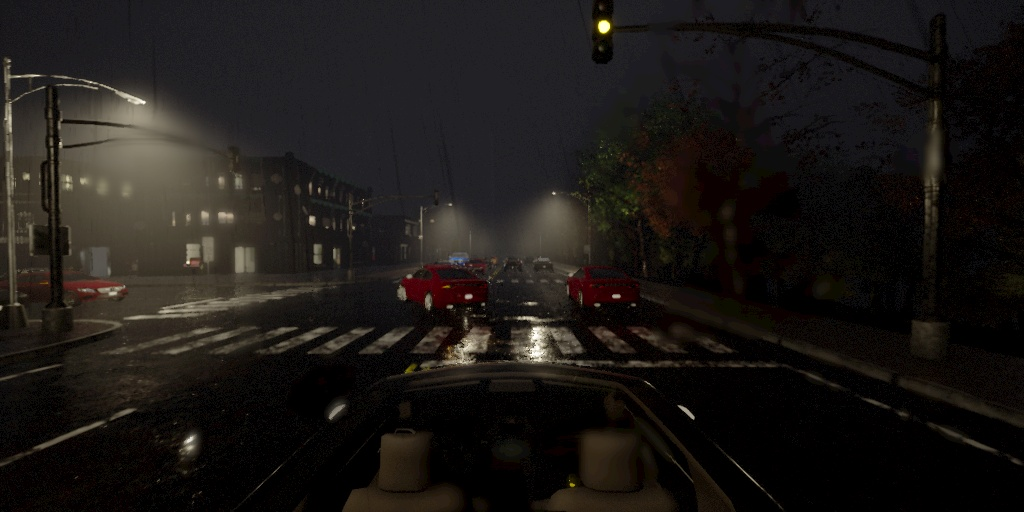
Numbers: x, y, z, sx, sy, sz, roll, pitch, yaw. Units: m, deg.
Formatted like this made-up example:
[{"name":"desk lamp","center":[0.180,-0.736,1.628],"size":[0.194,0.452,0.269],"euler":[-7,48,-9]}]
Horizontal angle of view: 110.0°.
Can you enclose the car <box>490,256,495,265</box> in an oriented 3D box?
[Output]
[{"name":"car","center":[-3.350,0.869,43.237],"size":[1.837,1.490,4.892],"euler":[0,1,0]}]

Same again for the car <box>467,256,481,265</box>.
[{"name":"car","center":[-6.555,0.753,62.110],"size":[1.994,1.385,4.181],"euler":[0,1,0]}]

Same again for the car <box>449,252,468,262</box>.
[{"name":"car","center":[-6.591,0.572,45.028],"size":[2.150,2.045,5.566],"euler":[0,0,0]}]

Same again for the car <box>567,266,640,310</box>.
[{"name":"car","center":[3.344,1.116,13.960],"size":[1.882,1.535,5.008],"euler":[0,1,0]}]

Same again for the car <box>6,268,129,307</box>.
[{"name":"car","center":[-19.337,1.369,15.339],"size":[4.674,1.442,1.812],"euler":[-1,1,1]}]

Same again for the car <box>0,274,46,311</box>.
[{"name":"car","center":[-19.952,1.467,12.647],"size":[4.313,1.339,1.948],"euler":[0,0,0]}]

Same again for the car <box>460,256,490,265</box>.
[{"name":"car","center":[-3.355,0.985,33.173],"size":[1.812,1.442,4.674],"euler":[0,1,0]}]

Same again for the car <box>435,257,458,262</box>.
[{"name":"car","center":[-6.605,1.062,32.959],"size":[1.895,1.301,4.718],"euler":[0,1,3]}]

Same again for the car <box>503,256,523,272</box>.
[{"name":"car","center":[0.083,0.904,39.662],"size":[1.837,1.490,4.892],"euler":[0,1,0]}]

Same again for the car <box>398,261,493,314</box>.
[{"name":"car","center":[-2.735,1.120,13.492],"size":[1.882,1.535,5.008],"euler":[1,0,-33]}]

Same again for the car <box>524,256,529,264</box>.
[{"name":"car","center":[3.237,0.728,64.856],"size":[1.994,1.385,4.181],"euler":[0,1,0]}]

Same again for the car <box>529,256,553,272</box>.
[{"name":"car","center":[3.334,0.893,39.394],"size":[2.128,1.511,4.902],"euler":[0,1,0]}]

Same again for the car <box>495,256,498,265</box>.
[{"name":"car","center":[-3.324,0.702,58.302],"size":[1.882,1.535,5.008],"euler":[0,0,1]}]
